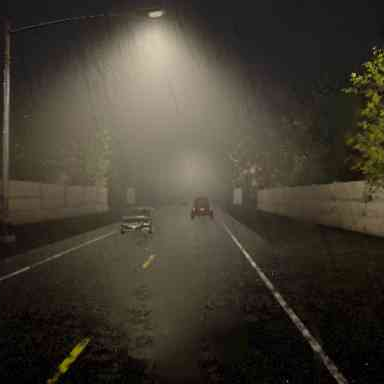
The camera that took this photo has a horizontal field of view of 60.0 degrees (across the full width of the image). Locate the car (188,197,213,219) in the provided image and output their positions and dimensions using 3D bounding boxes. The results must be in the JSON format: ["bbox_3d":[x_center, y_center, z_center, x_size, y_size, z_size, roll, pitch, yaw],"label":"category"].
[{"bbox_3d":[0.997,1.669,33.000,2.097,1.767,4.553,-1,0,2],"label":"car"}]

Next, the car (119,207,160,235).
[{"bbox_3d":[-3.056,1.684,20.275,1.837,1.490,4.892,0,-1,2],"label":"car"}]

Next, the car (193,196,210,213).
[{"bbox_3d":[1.291,1.668,45.936,2.150,2.045,5.566,0,0,2],"label":"car"}]

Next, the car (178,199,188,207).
[{"bbox_3d":[-1.643,2.129,66.178,2.033,1.411,5.357,1,-1,2],"label":"car"}]
